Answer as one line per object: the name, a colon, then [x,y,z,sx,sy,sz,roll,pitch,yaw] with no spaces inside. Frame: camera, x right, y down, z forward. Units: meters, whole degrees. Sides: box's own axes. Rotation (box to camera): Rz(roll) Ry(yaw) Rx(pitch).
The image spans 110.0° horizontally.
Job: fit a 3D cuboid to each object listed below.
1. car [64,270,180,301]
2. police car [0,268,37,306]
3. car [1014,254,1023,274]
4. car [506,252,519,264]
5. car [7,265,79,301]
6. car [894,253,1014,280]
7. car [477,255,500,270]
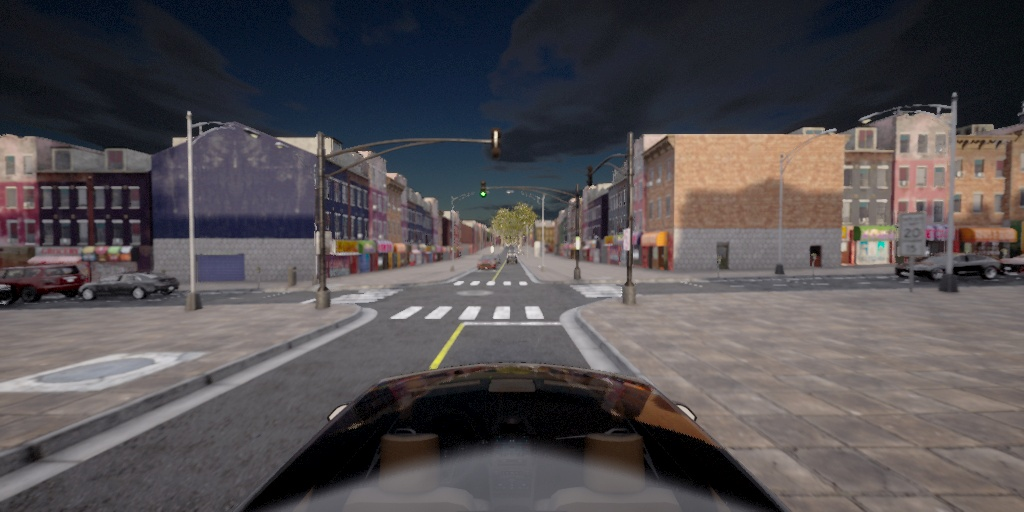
car: [-20.352,1.540,19.156,4.403,1.370,2.007,0,0,0]
police car: [-25.929,1.622,16.503,5.238,1.638,1.930,-1,2,0]
car: [28.655,0.361,19.120,4.507,1.381,1.888,0,0,0]
car: [0.025,0.570,60.570,1.837,1.490,4.892,0,1,0]
car: [-25.885,1.439,19.160,5.009,1.841,2.192,0,0,0]
car: [23.124,0.511,19.124,4.313,1.339,1.948,0,0,0]
car: [-2.815,0.679,41.191,2.097,1.767,4.553,0,1,0]
